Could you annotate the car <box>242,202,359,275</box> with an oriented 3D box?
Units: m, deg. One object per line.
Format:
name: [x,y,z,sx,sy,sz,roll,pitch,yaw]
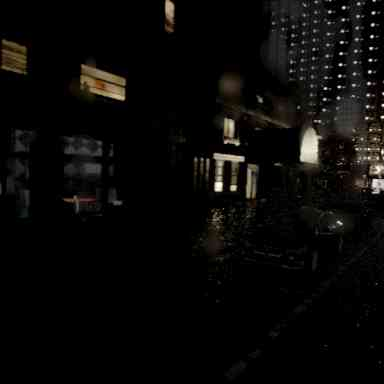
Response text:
car: [2.941,1.140,9.108,2.008,1.369,4.403,4,4,36]

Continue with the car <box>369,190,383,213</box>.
car: [12.692,0.793,22.503,1.947,1.339,4.313,4,4,36]

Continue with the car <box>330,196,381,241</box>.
car: [6.192,1.013,13.573,1.887,1.381,4.507,4,4,36]
